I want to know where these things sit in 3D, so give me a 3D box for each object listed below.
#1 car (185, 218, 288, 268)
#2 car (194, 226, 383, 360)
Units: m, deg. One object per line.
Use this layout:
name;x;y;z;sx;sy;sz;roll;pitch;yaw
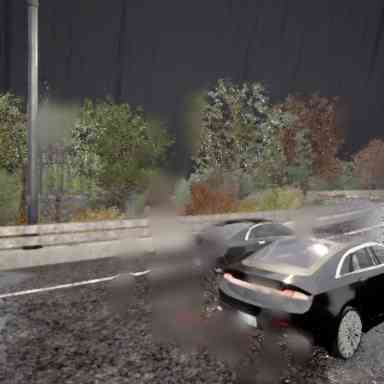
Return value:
car;2.019;1.555;10.035;4.892;1.490;1.837;0;0;-40
car;2.650;1.521;6.044;4.902;1.511;2.128;0;0;-39
